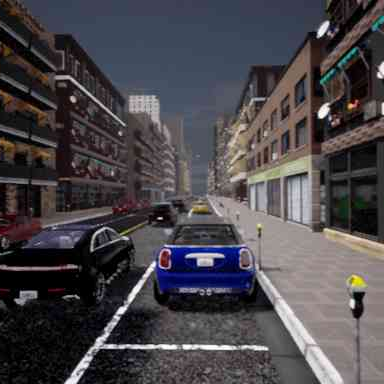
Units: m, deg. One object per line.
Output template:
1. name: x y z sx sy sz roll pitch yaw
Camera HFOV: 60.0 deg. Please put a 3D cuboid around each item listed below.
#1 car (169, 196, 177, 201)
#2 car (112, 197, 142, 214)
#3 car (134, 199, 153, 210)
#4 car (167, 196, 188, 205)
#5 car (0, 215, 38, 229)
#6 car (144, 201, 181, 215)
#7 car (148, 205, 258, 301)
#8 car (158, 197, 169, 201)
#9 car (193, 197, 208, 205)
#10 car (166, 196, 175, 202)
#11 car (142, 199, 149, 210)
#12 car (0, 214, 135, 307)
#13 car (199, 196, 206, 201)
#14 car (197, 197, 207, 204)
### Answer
1. car: -5.373 1.896 93.707 2.008 1.369 4.403 0 0 2
2. car: -7.425 1.503 37.383 2.192 1.841 5.009 0 0 2
3. car: -7.013 1.764 48.648 1.887 1.381 4.507 0 0 2
4. car: -1.596 1.654 41.112 1.837 1.490 4.892 -1 0 2
5. car: -8.245 1.703 14.852 1.802 1.307 4.206 0 0 2
6. car: -2.088 1.626 24.805 1.812 1.442 4.674 -1 0 2
7. car: 0.332 1.379 8.544 2.097 1.767 4.553 -1 0 2
8. car: -4.321 1.850 48.704 1.895 1.301 4.718 -1 0 2
9. car: 0.956 1.640 37.243 1.752 1.417 4.829 0 0 2
10. car: -5.577 1.880 88.074 2.008 1.369 4.403 0 0 2
11. car: -7.220 1.644 43.014 1.967 1.590 4.097 0 0 2
12. car: -2.698 1.542 8.089 2.128 1.511 4.902 -1 0 2
13. car: 3.009 1.797 93.567 1.752 1.417 4.829 0 0 2
14. car: 2.182 1.761 70.868 2.008 1.369 4.403 0 0 2
